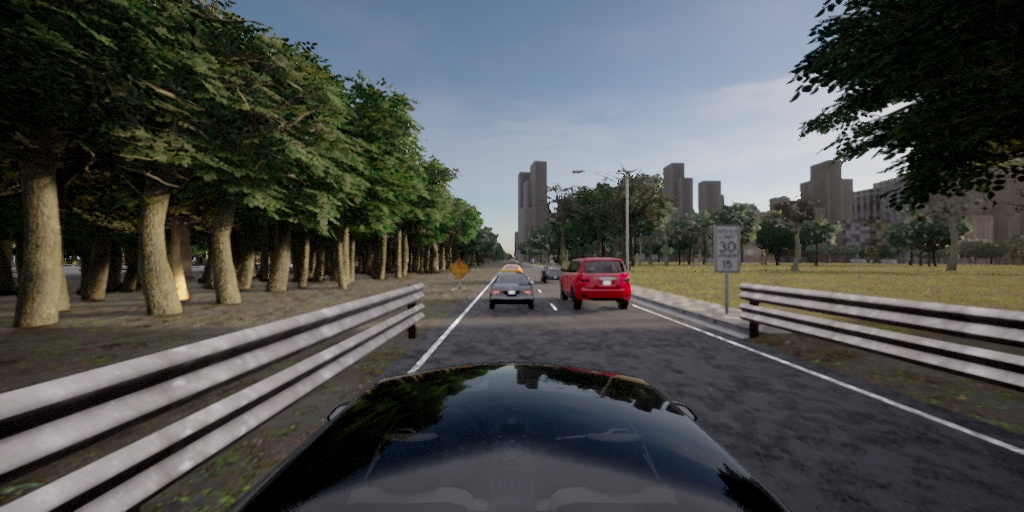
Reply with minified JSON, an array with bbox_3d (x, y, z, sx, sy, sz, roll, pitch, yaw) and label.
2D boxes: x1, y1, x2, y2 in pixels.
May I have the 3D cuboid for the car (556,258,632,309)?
[{"bbox_3d":[3.489,1.098,15.844,2.150,2.045,5.566,0,0,0],"label":"car"}]

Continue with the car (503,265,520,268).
[{"bbox_3d":[-0.019,1.504,31.286,1.882,1.535,5.008,0,0,0],"label":"car"}]

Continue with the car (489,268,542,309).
[{"bbox_3d":[-0.010,1.429,15.806,2.033,1.411,5.357,0,-1,0],"label":"car"}]

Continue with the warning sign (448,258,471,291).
[{"bbox_3d":[-3.066,1.046,20.959,1.300,1.860,1.060,0,0,0],"label":"warning sign"}]

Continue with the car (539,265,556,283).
[{"bbox_3d":[3.480,1.517,31.115,2.128,1.511,4.902,0,0,0],"label":"car"}]
